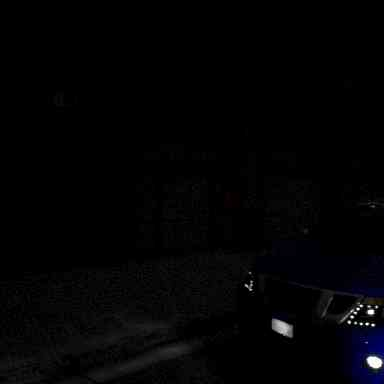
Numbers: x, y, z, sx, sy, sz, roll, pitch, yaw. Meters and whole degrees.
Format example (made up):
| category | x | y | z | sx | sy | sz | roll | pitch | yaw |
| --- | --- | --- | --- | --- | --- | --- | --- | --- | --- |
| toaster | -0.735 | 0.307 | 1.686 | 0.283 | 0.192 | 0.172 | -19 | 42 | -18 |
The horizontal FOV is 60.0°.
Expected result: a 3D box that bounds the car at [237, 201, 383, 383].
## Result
| category | x | y | z | sx | sy | sz | roll | pitch | yaw |
| --- | --- | --- | --- | --- | --- | --- | --- | --- | --- |
| car | 3.280 | 1.193 | 5.391 | 5.566 | 2.045 | 2.150 | 0 | 0 | -35 |
